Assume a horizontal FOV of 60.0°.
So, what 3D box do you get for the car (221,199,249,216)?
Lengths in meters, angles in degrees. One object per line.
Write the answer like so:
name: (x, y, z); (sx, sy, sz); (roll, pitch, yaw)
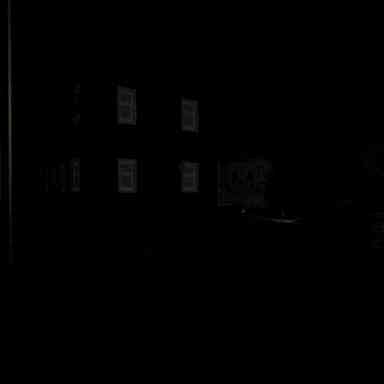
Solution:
car: (2.932, 1.358, 29.758); (2.128, 1.511, 4.902); (0, 0, -35)
